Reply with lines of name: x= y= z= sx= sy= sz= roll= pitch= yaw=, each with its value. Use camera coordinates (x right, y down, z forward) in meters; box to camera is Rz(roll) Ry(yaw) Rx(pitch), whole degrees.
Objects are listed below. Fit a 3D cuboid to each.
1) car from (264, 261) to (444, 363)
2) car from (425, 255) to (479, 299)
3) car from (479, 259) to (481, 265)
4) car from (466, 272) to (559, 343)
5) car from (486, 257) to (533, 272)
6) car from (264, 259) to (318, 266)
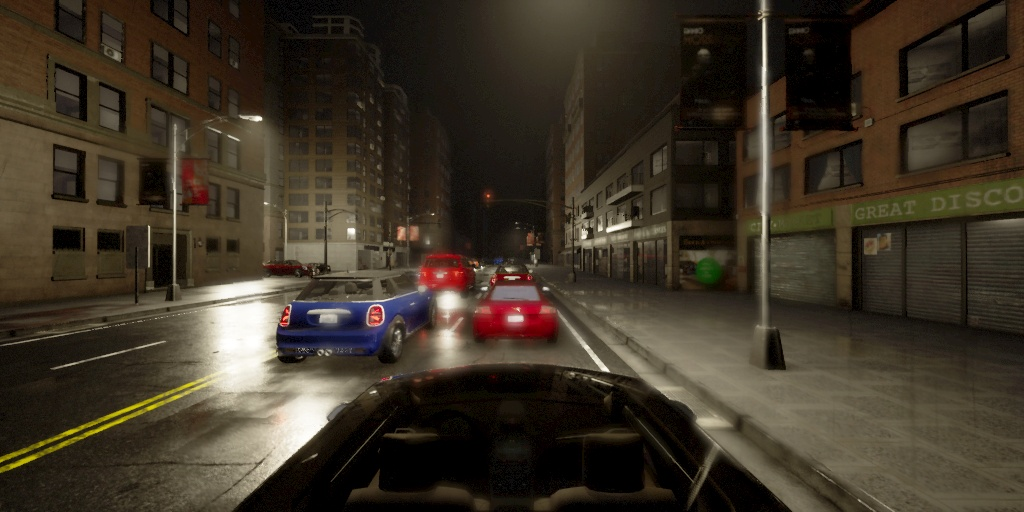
car: x=-3.142 y=1.103 z=8.289 sx=2.097 sy=1.767 sz=4.553 roll=0 pitch=0 yaw=0
car: x=-3.139 y=0.974 z=18.328 sx=2.150 sy=2.045 sz=5.566 roll=0 pitch=0 yaw=0
car: x=-6.553 y=1.125 z=56.313 sx=2.097 sy=1.767 sz=4.553 roll=0 pitch=0 yaw=0
car: x=0.098 y=1.315 z=9.671 sx=1.994 sy=1.385 sz=4.181 roll=0 pitch=0 yaw=0
car: x=0.011 y=1.104 z=18.289 sx=2.097 sy=1.767 sz=4.553 roll=0 pitch=0 yaw=0
car: x=-20.772 y=1.103 z=33.621 sx=4.553 sy=1.767 sz=2.097 roll=0 pitch=0 yaw=2
